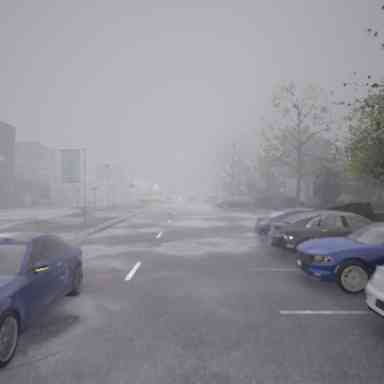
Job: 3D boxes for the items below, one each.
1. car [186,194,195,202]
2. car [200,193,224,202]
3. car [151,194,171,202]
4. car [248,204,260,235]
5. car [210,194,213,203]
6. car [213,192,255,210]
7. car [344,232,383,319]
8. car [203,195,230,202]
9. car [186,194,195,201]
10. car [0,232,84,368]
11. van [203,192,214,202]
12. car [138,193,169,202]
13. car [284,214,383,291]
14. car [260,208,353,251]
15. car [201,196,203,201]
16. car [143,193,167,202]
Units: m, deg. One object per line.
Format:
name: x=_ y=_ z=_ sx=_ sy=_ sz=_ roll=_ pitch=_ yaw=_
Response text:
car: x=-0.281 y=1.496 z=72.449 sx=1.895 sy=1.301 sz=4.718 roll=0 pitch=-1 yaw=-1
car: x=4.701 y=1.291 z=79.532 sx=5.566 sy=2.045 sz=2.435 roll=0 pitch=-1 yaw=-1
car: x=-7.535 y=1.463 z=81.536 sx=4.553 sy=1.767 sz=2.185 roll=0 pitch=-1 yaw=-1
car: x=5.083 y=1.432 z=14.598 sx=4.674 sy=1.452 sz=2.002 roll=0 pitch=0 yaw=0
car: x=5.047 y=1.270 z=42.103 sx=4.674 sy=1.452 sz=2.002 roll=0 pitch=0 yaw=0
car: x=5.120 y=1.121 z=38.932 sx=4.553 sy=1.767 sz=2.185 roll=0 pitch=0 yaw=0
car: x=5.083 y=1.490 z=4.900 sx=4.674 sy=1.452 sz=2.002 roll=0 pitch=0 yaw=0
car: x=5.036 y=1.313 z=68.353 sx=5.366 sy=1.575 sz=1.946 roll=0 pitch=-1 yaw=-1
car: x=-0.394 y=1.397 z=82.490 sx=2.097 sy=1.767 sz=4.553 roll=0 pitch=-2 yaw=2
car: x=-3.281 y=1.491 z=5.778 sx=1.812 sy=1.442 sz=4.674 roll=0 pitch=0 yaw=-1
van: x=4.781 y=1.023 z=62.898 sx=4.442 sy=1.987 sz=1.878 roll=0 pitch=-1 yaw=0
car: x=-7.560 y=1.248 z=63.437 sx=5.366 sy=1.575 sz=1.946 roll=0 pitch=-1 yaw=0
car: x=5.091 y=1.431 z=8.048 sx=5.008 sy=1.535 sz=2.097 roll=0 pitch=0 yaw=0
car: x=5.080 y=1.413 z=11.321 sx=4.892 sy=1.521 sz=2.231 roll=0 pitch=0 yaw=0
car: x=5.059 y=1.277 z=65.692 sx=5.366 sy=1.575 sz=1.946 roll=0 pitch=-1 yaw=0
car: x=-7.369 y=1.158 z=66.358 sx=4.553 sy=1.767 sz=2.185 roll=0 pitch=-1 yaw=-1
